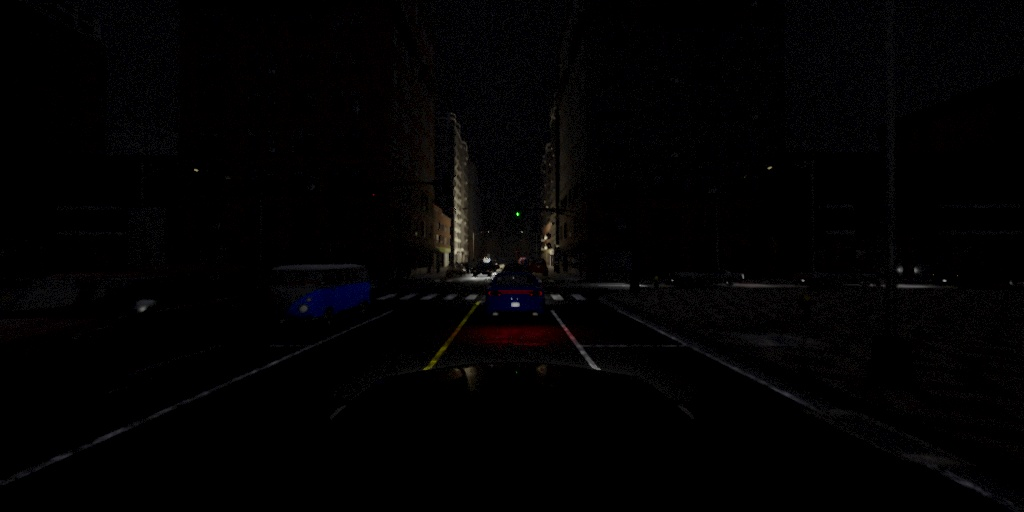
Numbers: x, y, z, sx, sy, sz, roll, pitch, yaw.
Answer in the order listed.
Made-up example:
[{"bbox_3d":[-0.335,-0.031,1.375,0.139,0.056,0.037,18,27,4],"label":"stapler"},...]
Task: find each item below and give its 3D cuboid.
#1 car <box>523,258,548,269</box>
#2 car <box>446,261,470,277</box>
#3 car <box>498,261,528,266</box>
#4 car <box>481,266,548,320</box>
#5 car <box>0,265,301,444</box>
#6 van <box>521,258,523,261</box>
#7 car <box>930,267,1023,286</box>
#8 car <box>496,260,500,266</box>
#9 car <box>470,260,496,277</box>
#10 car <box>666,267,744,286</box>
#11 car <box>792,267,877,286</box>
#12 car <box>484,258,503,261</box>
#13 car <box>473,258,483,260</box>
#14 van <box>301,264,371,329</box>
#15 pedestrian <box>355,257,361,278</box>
[{"bbox_3d":[2.667,1.197,38.140,2.192,1.841,5.009,0,0,0],"label":"car"},{"bbox_3d":[-5.859,1.408,37.997,1.751,1.417,4.829,0,0,0],"label":"car"},{"bbox_3d":[0.100,1.354,29.042,1.837,1.490,4.892,0,-1,0],"label":"car"},{"bbox_3d":[0.098,1.284,12.948,1.882,1.535,5.008,0,0,0],"label":"car"},{"bbox_3d":[-5.857,1.085,5.508,2.192,1.841,5.009,0,0,0],"label":"car"},{"bbox_3d":[2.667,1.269,55.110,1.690,1.789,3.998,0,0,0],"label":"van"},{"bbox_3d":[32.857,1.446,25.382,4.718,1.301,1.895,0,0,1],"label":"car"},{"bbox_3d":[-3.083,1.512,48.457,1.895,1.301,4.718,0,0,0],"label":"car"},{"bbox_3d":[-3.098,1.431,38.544,2.033,1.411,5.357,0,0,0],"label":"car"},{"bbox_3d":[13.703,1.437,25.675,4.718,1.301,1.895,0,0,1],"label":"car"},{"bbox_3d":[22.944,1.440,25.545,4.718,1.301,1.895,0,0,1],"label":"car"},{"bbox_3d":[-3.043,1.486,59.116,2.033,1.411,5.357,0,0,0],"label":"car"},{"bbox_3d":[-5.859,1.454,54.962,1.751,1.417,4.829,0,0,0],"label":"car"},{"bbox_3d":[-5.858,1.139,11.149,1.690,1.789,3.998,0,0,0],"label":"van"},{"bbox_3d":[-12.552,0.993,29.121,0.375,1.860,0.375,0,0,1],"label":"pedestrian"}]
